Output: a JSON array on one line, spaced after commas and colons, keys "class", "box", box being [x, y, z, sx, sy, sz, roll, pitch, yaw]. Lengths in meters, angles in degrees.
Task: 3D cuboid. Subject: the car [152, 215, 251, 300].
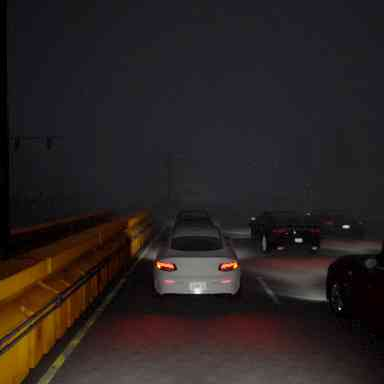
[{"class": "car", "box": [0.094, 1.526, 8.284, 1.812, 1.442, 4.674, 0, 0, 0]}]

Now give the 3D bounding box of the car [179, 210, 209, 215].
[{"class": "car", "box": [0.088, 1.601, 17.406, 1.895, 1.301, 4.718, 0, 0, 0]}]

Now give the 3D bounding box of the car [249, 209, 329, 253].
[{"class": "car", "box": [3.591, 1.478, 13.679, 1.882, 1.535, 5.008, 0, 0, 0]}]

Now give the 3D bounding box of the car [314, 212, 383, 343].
[{"class": "car", "box": [3.594, 1.352, 4.507, 2.097, 1.767, 4.553, 0, 0, 0]}]

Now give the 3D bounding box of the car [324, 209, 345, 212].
[{"class": "car", "box": [7.088, 1.564, 17.294, 1.994, 1.385, 4.181, 0, 0, 0]}]
